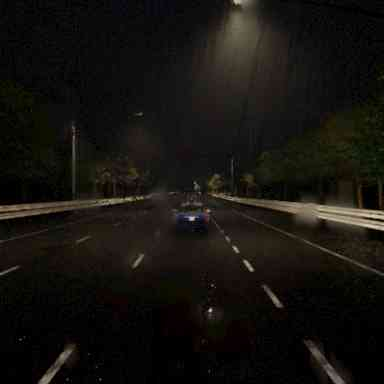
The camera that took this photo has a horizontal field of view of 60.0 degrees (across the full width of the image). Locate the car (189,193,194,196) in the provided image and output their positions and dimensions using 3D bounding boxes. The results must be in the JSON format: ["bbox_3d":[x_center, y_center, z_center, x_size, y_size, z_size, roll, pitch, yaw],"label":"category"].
[{"bbox_3d":[-0.114,1.660,95.630,1.994,1.385,4.181,0,0,0],"label":"car"}]

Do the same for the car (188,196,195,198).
[{"bbox_3d":[-0.067,1.715,55.936,1.895,1.301,4.718,0,0,0],"label":"car"}]

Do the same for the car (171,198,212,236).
[{"bbox_3d":[-0.024,1.393,18.737,2.097,1.767,4.553,0,0,0],"label":"car"}]
